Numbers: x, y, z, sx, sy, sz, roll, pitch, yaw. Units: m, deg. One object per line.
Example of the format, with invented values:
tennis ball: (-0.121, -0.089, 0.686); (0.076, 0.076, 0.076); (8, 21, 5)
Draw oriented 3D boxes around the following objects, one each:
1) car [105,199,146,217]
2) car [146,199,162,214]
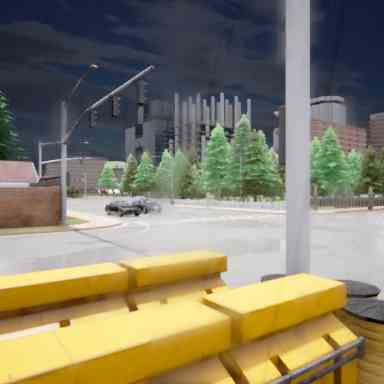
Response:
car: (-6.650, 1.550, 31.561); (2.033, 1.411, 5.357); (0, 0, -33)
car: (-4.928, 1.494, 35.305); (2.128, 1.511, 4.902); (0, 0, -33)
